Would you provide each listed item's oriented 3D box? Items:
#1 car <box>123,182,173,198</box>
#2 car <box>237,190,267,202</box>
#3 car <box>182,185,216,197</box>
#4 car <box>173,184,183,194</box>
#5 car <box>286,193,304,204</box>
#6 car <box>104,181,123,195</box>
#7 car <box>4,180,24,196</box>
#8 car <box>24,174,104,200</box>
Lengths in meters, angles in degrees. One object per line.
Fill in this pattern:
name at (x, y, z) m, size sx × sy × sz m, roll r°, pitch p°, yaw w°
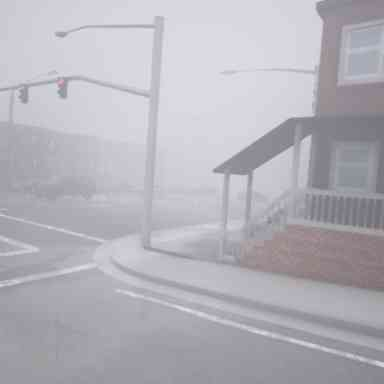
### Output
car at (-4.710, -0.202, 36.401) m, size 1.882 × 1.535 × 5.008 m, roll 6°, pitch 3°, yaw 36°
car at (7.498, 0.474, 41.104) m, size 2.033 × 1.411 × 5.357 m, roll 6°, pitch 3°, yaw 36°
car at (1.337, -0.197, 44.767) m, size 1.882 × 1.535 × 5.008 m, roll 6°, pitch 3°, yaw 36°
car at (-2.701, -0.406, 45.159) m, size 1.994 × 1.385 × 4.181 m, roll 6°, pitch 3°, yaw 36°
car at (13.496, 0.756, 43.315) m, size 1.812 × 1.442 × 4.674 m, roll 6°, pitch 4°, yaw 38°
car at (-8.507, -0.469, 37.099) m, size 1.837 × 1.490 × 4.892 m, roll 6°, pitch 3°, yaw 36°
car at (-13.955, -0.485, 29.523) m, size 2.128 × 1.511 × 4.902 m, roll 6°, pitch 3°, yaw 36°
car at (-10.657, -0.459, 28.090) m, size 2.150 × 2.045 × 5.566 m, roll 6°, pitch 3°, yaw 36°
